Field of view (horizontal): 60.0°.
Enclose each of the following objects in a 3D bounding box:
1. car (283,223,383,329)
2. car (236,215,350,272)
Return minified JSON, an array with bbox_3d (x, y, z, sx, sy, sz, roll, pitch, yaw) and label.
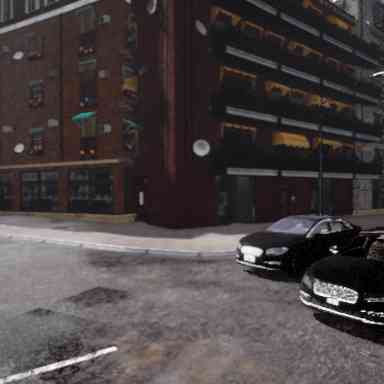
[{"bbox_3d":[4.223,1.507,6.789,4.892,1.490,1.837,0,0,-36],"label":"car"},{"bbox_3d":[3.496,1.495,10.287,4.902,1.511,2.128,0,0,-36],"label":"car"}]
